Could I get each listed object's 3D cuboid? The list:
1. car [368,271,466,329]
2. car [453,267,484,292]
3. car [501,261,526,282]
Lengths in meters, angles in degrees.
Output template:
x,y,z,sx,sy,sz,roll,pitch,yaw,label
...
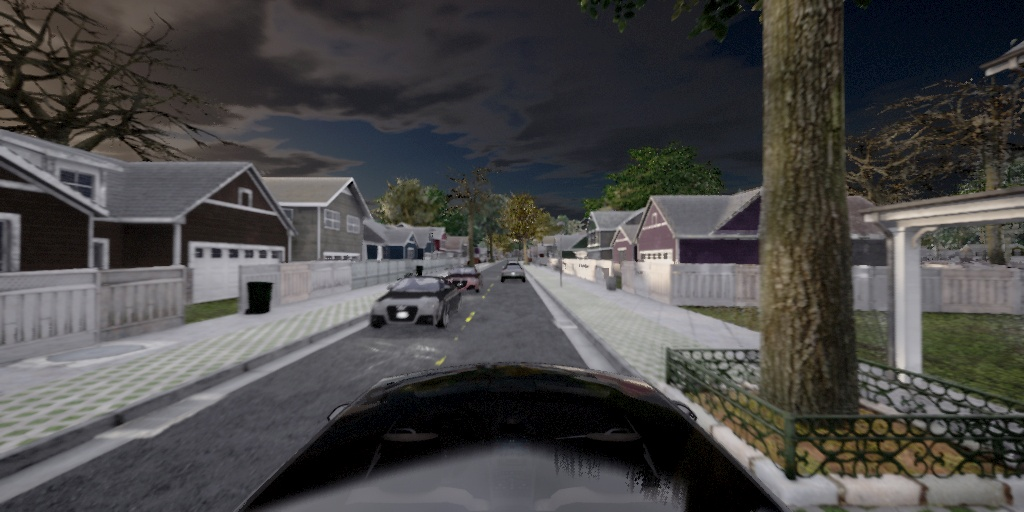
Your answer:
x,y,z,sx,sy,sz,roll,pitch,yaw,label
-2.805,1.319,11.178,1.994,1.385,4.181,0,0,0,car
-2.750,1.327,21.053,1.994,1.385,4.181,0,0,0,car
0.096,1.337,29.707,1.994,1.385,4.181,0,0,0,car
